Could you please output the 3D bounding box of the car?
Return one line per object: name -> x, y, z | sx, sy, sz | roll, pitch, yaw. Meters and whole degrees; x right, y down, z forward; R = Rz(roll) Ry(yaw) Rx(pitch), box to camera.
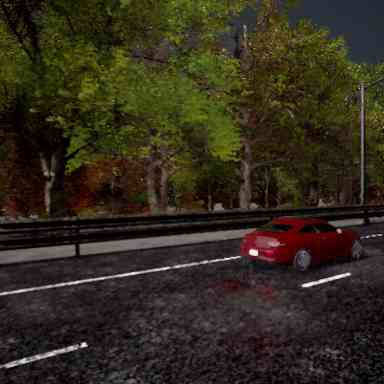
car -> 3.595, 1.530, 10.659 | 4.674, 1.442, 1.812 | 0, 0, -36
